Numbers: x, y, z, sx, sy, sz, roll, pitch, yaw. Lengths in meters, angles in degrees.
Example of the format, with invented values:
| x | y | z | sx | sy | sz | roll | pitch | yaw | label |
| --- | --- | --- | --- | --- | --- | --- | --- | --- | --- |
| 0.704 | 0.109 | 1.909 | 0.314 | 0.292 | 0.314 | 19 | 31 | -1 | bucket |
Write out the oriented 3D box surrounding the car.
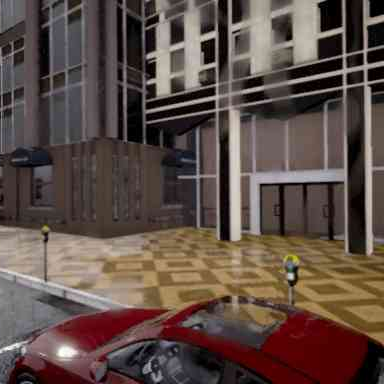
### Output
| x | y | z | sx | sy | sz | roll | pitch | yaw | label |
| --- | --- | --- | --- | --- | --- | --- | --- | --- | --- |
| 0.195 | 1.574 | 2.750 | 4.206 | 1.307 | 1.802 | 0 | -1 | 36 | car |
